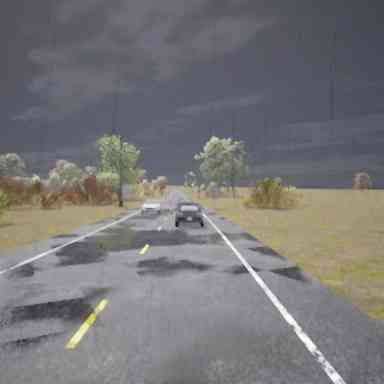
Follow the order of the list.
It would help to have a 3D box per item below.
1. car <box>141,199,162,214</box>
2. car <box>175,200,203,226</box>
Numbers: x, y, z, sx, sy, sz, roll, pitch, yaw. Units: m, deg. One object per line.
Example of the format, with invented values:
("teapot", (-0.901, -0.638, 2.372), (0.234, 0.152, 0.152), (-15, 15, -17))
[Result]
("car", (-4.160, 1.504, 34.709), (1.812, 1.442, 4.674), (0, 0, -2))
("car", (-0.204, 1.514, 23.106), (1.812, 1.442, 4.674), (0, 0, -1))
